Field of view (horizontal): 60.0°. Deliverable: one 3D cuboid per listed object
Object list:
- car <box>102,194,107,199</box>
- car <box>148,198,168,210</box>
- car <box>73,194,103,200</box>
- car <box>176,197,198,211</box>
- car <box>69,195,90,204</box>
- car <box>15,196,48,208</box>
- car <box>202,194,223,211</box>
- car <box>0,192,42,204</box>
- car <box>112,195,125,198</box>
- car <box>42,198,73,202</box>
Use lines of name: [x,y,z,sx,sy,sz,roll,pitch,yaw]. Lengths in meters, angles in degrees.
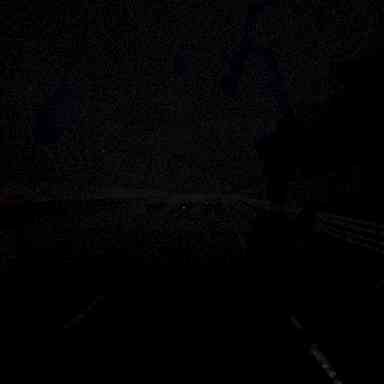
car: [-16.795,1.172,59.587,2.097,1.767,4.553,1,0,5]
car: [-4.240,1.432,41.813,1.882,1.535,5.008,1,0,5]
car: [-14.439,1.374,46.255,1.812,1.442,4.674,1,0,5]
car: [-0.755,1.591,41.524,1.895,1.301,4.718,1,0,5]
car: [-20.258,1.348,60.145,1.994,1.385,4.181,1,0,5]
car: [-21.582,1.301,44.990,1.812,1.442,4.674,1,0,5]
car: [2.728,1.378,41.151,2.097,1.767,4.553,1,0,5]
car: [-15.927,1.059,29.177,2.150,2.045,5.566,1,0,5]
car: [-13.217,1.331,60.336,1.882,1.535,5.008,1,0,5]
car: [-18.144,1.411,44.177,1.895,1.301,4.718,1,0,5]
